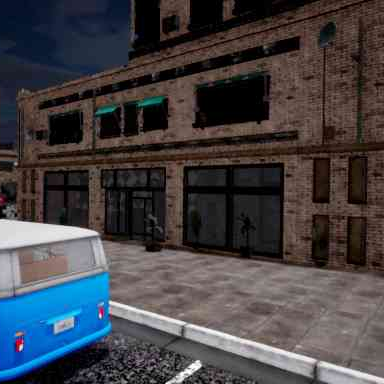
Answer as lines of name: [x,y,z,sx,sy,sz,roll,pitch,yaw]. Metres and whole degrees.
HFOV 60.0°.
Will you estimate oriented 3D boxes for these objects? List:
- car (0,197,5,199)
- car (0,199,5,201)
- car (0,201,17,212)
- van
car: [-22.898,1.411,36.248,2.192,1.841,5.009,0,0,36]
car: [-21.575,1.688,33.674,1.994,1.385,4.181,1,0,36]
car: [-16.147,1.793,31.289,1.947,1.339,4.313,0,0,36]
van: [-3.021,1.340,5.016,3.998,1.788,1.690,0,1,36]
